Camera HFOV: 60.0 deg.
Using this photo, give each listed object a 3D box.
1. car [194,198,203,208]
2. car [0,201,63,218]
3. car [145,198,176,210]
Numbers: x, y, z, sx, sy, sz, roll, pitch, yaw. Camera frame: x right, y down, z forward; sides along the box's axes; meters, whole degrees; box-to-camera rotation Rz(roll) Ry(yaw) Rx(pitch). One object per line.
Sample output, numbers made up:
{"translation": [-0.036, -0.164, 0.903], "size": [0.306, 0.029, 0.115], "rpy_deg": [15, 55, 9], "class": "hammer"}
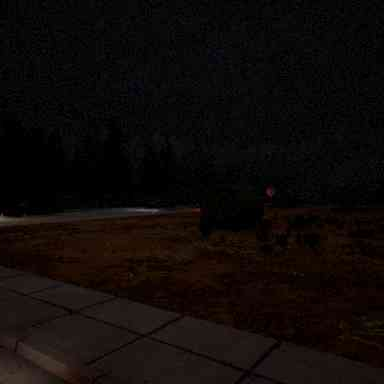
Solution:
{"translation": [2.195, 1.531, 47.239], "size": [1.837, 1.490, 4.892], "rpy_deg": [0, 0, 36], "class": "car"}
{"translation": [-14.679, 1.574, 30.637], "size": [2.033, 1.411, 5.357], "rpy_deg": [0, 0, 36], "class": "car"}
{"translation": [-4.193, 1.504, 44.799], "size": [1.882, 1.535, 5.008], "rpy_deg": [0, 0, 37], "class": "car"}
